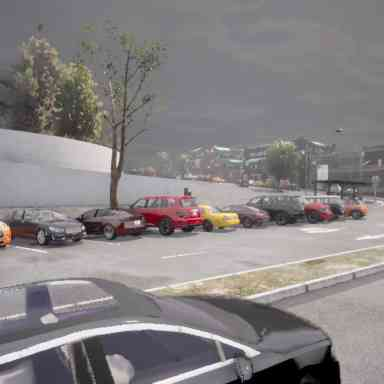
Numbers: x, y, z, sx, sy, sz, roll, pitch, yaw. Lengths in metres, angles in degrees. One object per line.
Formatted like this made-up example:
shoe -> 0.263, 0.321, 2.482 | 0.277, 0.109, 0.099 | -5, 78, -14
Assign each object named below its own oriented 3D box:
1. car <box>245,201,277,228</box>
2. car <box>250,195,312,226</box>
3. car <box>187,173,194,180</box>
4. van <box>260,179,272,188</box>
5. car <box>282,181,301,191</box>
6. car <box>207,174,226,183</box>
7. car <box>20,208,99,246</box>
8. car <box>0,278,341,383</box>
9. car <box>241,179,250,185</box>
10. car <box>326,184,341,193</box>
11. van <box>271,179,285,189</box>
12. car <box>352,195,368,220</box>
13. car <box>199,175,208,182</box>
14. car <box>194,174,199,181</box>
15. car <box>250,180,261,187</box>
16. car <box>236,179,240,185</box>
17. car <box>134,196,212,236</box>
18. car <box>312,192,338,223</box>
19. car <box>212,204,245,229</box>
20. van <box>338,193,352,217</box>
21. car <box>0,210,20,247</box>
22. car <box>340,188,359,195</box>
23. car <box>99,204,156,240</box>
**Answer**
car -> 2.867, 1.550, 22.226 | 4.674, 1.452, 2.002 | -1, -1, 35
car -> 5.294, 1.264, 23.984 | 5.566, 2.045, 2.435 | -1, -1, 35
car -> 1.613, -4.083, 94.512 | 2.185, 1.767, 4.553 | 4, 1, 33
van -> 17.246, -1.762, 72.296 | 1.878, 1.987, 4.442 | 7, 4, 35
car -> 20.736, -0.991, 67.463 | 2.231, 1.521, 4.892 | 7, 3, 35
car -> 6.990, -3.174, 87.318 | 1.946, 1.575, 5.366 | 7, 3, 34
car -> -6.923, 1.495, 15.277 | 4.892, 1.521, 2.231 | -1, -1, 35
car -> -0.791, 1.489, 2.566 | 4.902, 1.511, 2.128 | 0, 0, -36
car -> 13.839, -2.042, 77.347 | 2.002, 1.452, 4.674 | 7, 4, 35
car -> 25.948, -0.424, 60.078 | 2.435, 2.045, 5.566 | 7, 3, 35
van -> 18.975, -1.489, 69.825 | 1.878, 1.987, 4.442 | 7, 4, 35
car -> 12.754, 1.405, 29.111 | 4.553, 1.767, 2.185 | -1, -1, 35
car -> 5.138, -3.697, 89.577 | 2.435, 2.045, 5.566 | 7, 3, 34
car -> 3.343, -3.849, 92.043 | 2.185, 1.767, 4.553 | 6, 3, 34
car -> 15.671, -1.810, 75.027 | 1.946, 1.575, 5.366 | 7, 3, 35
car -> 12.096, -2.315, 79.809 | 2.002, 1.452, 4.674 | 7, 3, 35
car -> -2.059, 1.249, 18.770 | 5.566, 2.045, 2.435 | -1, -1, 35
car -> 7.807, 1.268, 25.689 | 5.566, 2.045, 2.435 | -1, -1, 35
car -> 0.261, 1.504, 20.598 | 5.366, 1.575, 1.946 | -1, -1, 35
van -> 10.345, 1.298, 27.360 | 4.442, 1.987, 1.878 | -1, -1, 35
car -> -9.389, 1.367, 13.551 | 4.553, 1.767, 2.185 | -1, -1, 34
car -> 27.639, 0.138, 57.606 | 2.002, 1.452, 4.674 | 7, 3, 35
car -> -4.503, 1.525, 17.024 | 4.792, 1.488, 2.163 | -1, -1, 35
